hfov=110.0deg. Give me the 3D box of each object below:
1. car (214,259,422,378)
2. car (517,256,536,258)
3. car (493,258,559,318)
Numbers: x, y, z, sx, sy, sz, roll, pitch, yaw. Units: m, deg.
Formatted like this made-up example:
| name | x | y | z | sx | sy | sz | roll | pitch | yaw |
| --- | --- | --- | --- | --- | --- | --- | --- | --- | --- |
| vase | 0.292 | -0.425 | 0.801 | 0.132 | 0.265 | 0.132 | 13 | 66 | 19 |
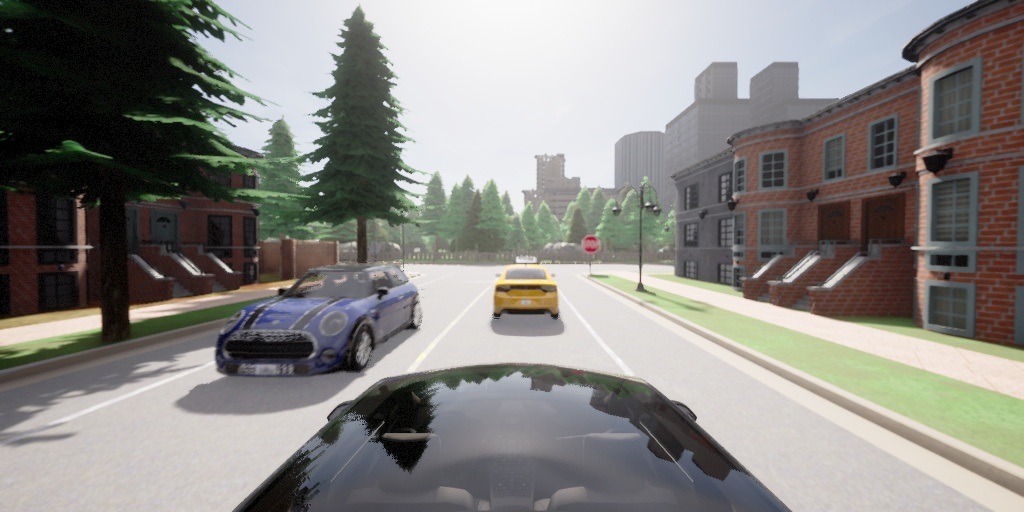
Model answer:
| name | x | y | z | sx | sy | sz | roll | pitch | yaw |
| --- | --- | --- | --- | --- | --- | --- | --- | --- | --- |
| car | -3.431 | 0.978 | 7.341 | 2.097 | 1.767 | 4.553 | 0 | 1 | 2 |
| car | 0.983 | 0.755 | 24.827 | 2.128 | 1.511 | 4.902 | 0 | 1 | 3 |
| car | 0.448 | 1.013 | 11.899 | 1.882 | 1.535 | 5.008 | 0 | 1 | 2 |
